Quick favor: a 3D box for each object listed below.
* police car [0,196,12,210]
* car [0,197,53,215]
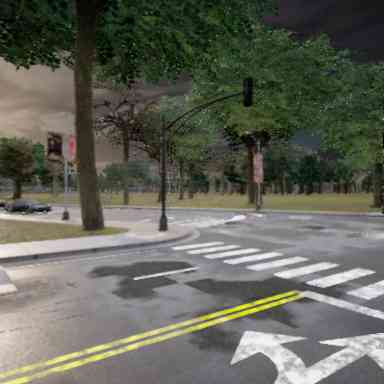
[{"bbox_3d":[-24.920,1.279,41.516,5.238,1.638,1.930,0,0,31],"label":"police car"},{"bbox_3d":[-15.848,1.401,32.112,5.357,1.411,2.033,0,0,31],"label":"car"}]
